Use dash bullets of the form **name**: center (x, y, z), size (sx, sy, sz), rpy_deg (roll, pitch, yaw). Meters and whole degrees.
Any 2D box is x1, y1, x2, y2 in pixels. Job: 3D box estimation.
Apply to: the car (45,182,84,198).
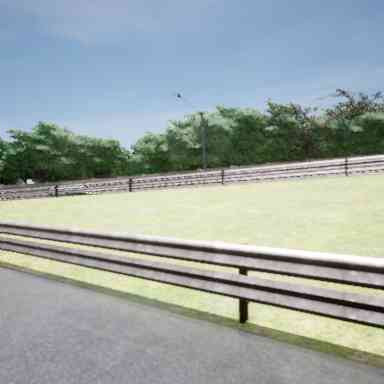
- **car**: center (-17.558, -0.177, 45.677), size (5.566, 2.045, 2.150), rpy_deg (-4, -2, 21)
